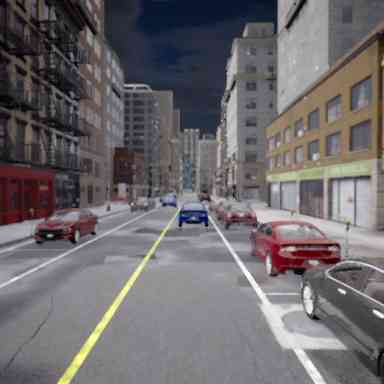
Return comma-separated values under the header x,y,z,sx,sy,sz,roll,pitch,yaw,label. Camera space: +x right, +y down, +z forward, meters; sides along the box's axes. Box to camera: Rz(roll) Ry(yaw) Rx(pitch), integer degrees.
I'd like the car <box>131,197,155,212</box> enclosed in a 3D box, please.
x,y,z,sx,sy,sz,roll,pitch,yaw,label
-5.690,1.329,37.515,1.967,1.590,4.097,-1,0,0,car

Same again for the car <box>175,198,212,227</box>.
x,y,z,sx,sy,sz,roll,pitch,yaw,label
0.088,1.404,22.382,1.882,1.535,5.008,0,0,0,car

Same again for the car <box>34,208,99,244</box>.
x,y,z,sx,sy,sz,roll,pitch,yaw,label
-5.681,1.491,15.528,1.887,1.381,4.507,-1,0,0,car

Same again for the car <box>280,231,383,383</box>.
x,y,z,sx,sy,sz,roll,pitch,yaw,label
2.848,1.534,4.537,2.008,1.369,4.403,-1,0,0,car

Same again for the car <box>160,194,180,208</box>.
x,y,z,sx,sy,sz,roll,pitch,yaw,label
-3.032,1.352,45.095,1.882,1.535,5.008,0,0,0,car

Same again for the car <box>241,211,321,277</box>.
x,y,z,sx,sy,sz,roll,pitch,yaw,label
2.846,1.509,10.034,1.887,1.381,4.507,-1,0,0,car

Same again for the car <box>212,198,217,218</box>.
x,y,z,sx,sy,sz,roll,pitch,yaw,label
2.839,1.355,26.525,1.967,1.590,4.097,-1,0,0,car

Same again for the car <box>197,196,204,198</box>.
x,y,z,sx,sy,sz,roll,pitch,yaw,label
0.087,1.485,39.900,1.895,1.301,4.718,0,0,0,car

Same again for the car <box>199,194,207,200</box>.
x,y,z,sx,sy,sz,roll,pitch,yaw,label
2.823,1.339,86.815,1.752,1.417,4.829,-1,0,0,car

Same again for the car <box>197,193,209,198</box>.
x,y,z,sx,sy,sz,roll,pitch,yaw,label
2.822,1.155,69.887,2.192,1.841,5.009,-1,0,0,car

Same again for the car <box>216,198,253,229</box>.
x,y,z,sx,sy,sz,roll,pitch,yaw,label
2.841,1.371,21.027,1.967,1.590,4.097,-1,0,0,car

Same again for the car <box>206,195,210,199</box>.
x,y,z,sx,sy,sz,roll,pitch,yaw,label
2.836,1.414,37.689,1.752,1.417,4.829,-1,0,0,car

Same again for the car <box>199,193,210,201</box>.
x,y,z,sx,sy,sz,roll,pitch,yaw,label
2.822,1.147,75.473,2.192,1.841,5.009,-1,0,0,car
